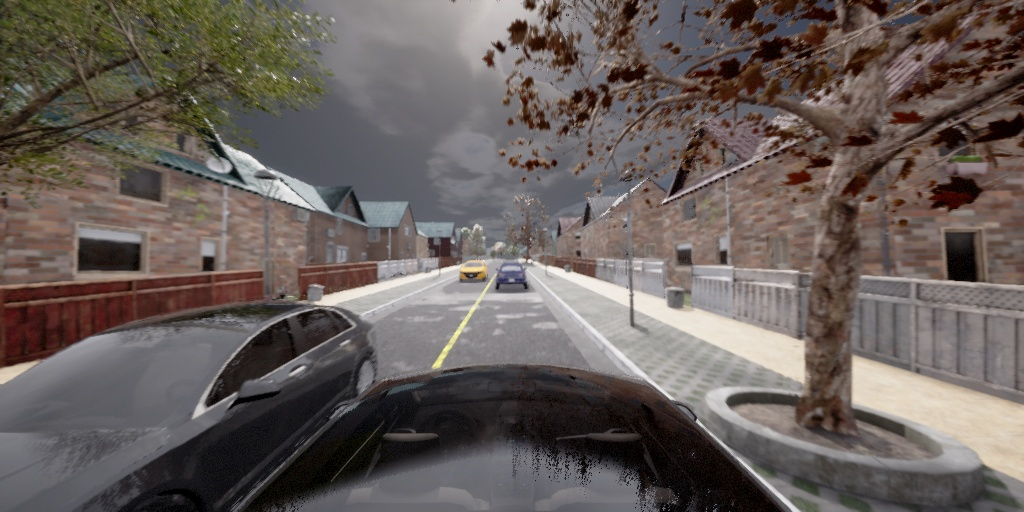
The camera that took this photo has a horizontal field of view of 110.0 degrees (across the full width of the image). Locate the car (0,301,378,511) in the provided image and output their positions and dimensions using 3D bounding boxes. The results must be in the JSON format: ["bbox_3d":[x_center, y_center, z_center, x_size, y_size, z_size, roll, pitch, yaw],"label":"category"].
[{"bbox_3d":[-2.823,1.278,3.320,1.837,1.490,4.892,-1,0,0],"label":"car"}]

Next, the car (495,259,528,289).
[{"bbox_3d":[-0.029,1.137,21.902,1.812,1.442,4.674,-1,1,0],"label":"car"}]

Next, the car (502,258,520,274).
[{"bbox_3d":[-0.131,1.008,38.647,1.837,1.490,4.892,-1,1,0],"label":"car"}]

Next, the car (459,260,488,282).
[{"bbox_3d":[-2.897,1.085,27.726,1.882,1.535,5.008,-1,0,0],"label":"car"}]
